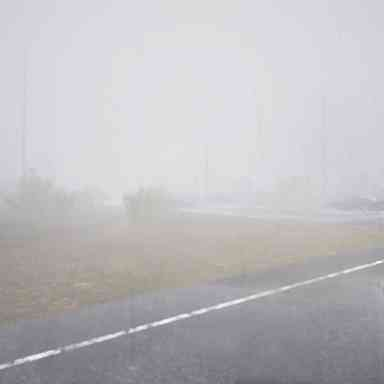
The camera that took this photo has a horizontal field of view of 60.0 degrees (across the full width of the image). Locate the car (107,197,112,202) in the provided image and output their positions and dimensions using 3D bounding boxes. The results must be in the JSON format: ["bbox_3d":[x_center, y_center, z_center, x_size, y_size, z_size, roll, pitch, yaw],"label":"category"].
[{"bbox_3d":[-15.757,1.027,58.580,1.812,1.442,4.674,-1,1,-36],"label":"car"}]

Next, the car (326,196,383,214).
[{"bbox_3d":[14.642,1.069,29.983,1.882,1.535,5.008,-1,1,-37],"label":"car"}]

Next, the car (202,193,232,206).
[{"bbox_3d":[3.277,0.857,44.961,2.097,1.767,4.553,-1,1,-37],"label":"car"}]

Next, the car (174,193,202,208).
[{"bbox_3d":[-1.305,1.136,39.429,1.812,1.442,4.674,-1,1,-37],"label":"car"}]
